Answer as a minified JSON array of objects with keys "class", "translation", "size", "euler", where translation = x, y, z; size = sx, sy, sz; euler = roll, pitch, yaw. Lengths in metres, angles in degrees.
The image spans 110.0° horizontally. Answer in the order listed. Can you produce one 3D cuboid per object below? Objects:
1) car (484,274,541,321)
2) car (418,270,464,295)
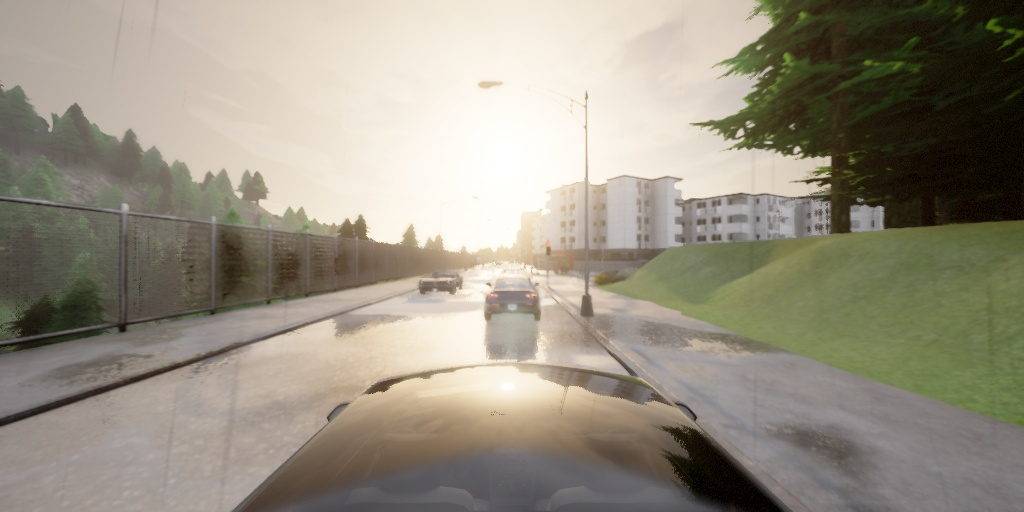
[{"class":"car","translation":[0.031,1.361,12.840],"size":[1.812,1.442,4.674],"euler":[0,-1,0]},{"class":"car","translation":[-4.033,1.498,21.047],"size":[1.895,1.301,4.718],"euler":[0,0,1]}]
